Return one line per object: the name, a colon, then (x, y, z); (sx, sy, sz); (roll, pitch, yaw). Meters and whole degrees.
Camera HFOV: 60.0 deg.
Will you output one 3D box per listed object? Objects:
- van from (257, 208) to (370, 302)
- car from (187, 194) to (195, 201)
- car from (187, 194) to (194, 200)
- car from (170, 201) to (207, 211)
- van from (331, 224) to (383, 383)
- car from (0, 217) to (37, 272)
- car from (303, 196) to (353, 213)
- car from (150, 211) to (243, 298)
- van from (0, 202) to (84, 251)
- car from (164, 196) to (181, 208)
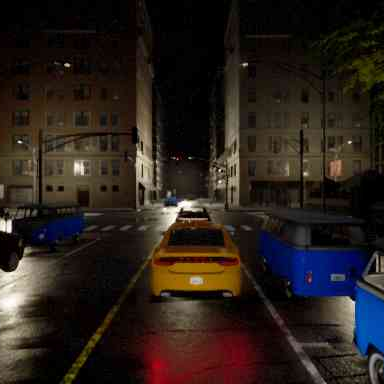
van: (2.704, 1.340, 7.989); (1.690, 1.788, 3.998); (0, 0, 0)
car: (-0.228, 1.566, 78.833); (1.895, 1.301, 4.718); (0, 0, -1)
car: (-0.317, 1.314, 88.806); (1.837, 1.490, 4.892); (0, 0, -1)
car: (0.074, 1.484, 17.995); (2.128, 1.511, 4.902); (0, 0, 0)
van: (2.679, 1.341, 2.331); (1.690, 1.788, 3.998); (0, 0, 0)
car: (-5.823, 1.543, 8.016); (1.887, 1.381, 4.507); (0, 0, 0)
car: (14.553, 1.342, 35.877); (4.553, 1.767, 2.097); (0, 0, -1)
car: (0.113, 1.476, 8.576); (1.882, 1.535, 5.008); (0, 0, 1)
van: (-5.798, 1.337, 13.676); (1.690, 1.788, 3.998); (0, 0, 0)
car: (-3.054, 1.460, 48.948); (1.882, 1.535, 5.008); (0, 1, 0)
